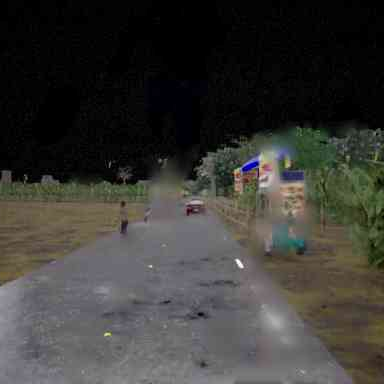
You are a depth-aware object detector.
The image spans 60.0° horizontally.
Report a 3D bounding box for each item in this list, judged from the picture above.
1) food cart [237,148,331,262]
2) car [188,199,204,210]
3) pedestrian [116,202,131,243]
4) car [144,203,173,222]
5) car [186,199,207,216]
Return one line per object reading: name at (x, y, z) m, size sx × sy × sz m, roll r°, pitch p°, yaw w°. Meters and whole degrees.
food cart at (3.235, 0.471, 12.866) m, size 2.280 × 3.560 × 4.660 m, roll -1°, pitch -1°, yaw 1°
car at (0.527, 1.586, 43.263) m, size 1.994 × 1.385 × 4.181 m, roll 0°, pitch 0°, yaw 1°
pedestrian at (-2.977, 1.300, 14.536) m, size 0.375 × 1.860 × 0.375 m, roll 1°, pitch -1°, yaw 1°
car at (-2.546, 1.575, 25.997) m, size 1.994 × 1.385 × 4.181 m, roll 0°, pitch 0°, yaw 1°
car at (0.460, 1.494, 32.926) m, size 1.882 × 1.535 × 5.008 m, roll 0°, pitch 0°, yaw 1°
